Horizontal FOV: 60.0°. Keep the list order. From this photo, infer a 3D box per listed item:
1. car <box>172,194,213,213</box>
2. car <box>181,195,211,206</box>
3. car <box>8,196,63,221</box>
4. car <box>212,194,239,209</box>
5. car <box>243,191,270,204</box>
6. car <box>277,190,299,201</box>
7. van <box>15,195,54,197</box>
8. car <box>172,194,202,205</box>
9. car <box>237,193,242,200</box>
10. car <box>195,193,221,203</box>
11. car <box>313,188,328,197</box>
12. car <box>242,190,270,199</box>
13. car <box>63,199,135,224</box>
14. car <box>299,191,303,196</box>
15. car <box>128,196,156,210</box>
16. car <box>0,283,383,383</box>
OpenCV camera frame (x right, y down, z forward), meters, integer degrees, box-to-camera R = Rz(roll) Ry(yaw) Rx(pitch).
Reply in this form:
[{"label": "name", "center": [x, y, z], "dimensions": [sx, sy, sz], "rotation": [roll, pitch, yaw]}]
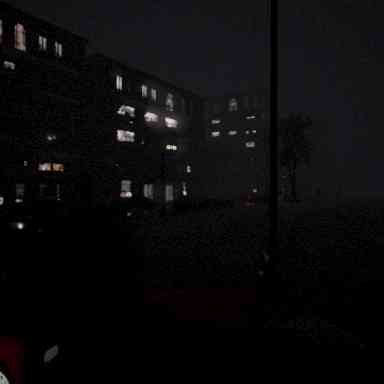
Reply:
[{"label": "car", "center": [-0.140, 1.232, 32.764], "dimensions": [1.887, 1.381, 4.507], "rotation": [1, 2, 35]}, {"label": "car", "center": [0.622, 1.084, 43.995], "dimensions": [1.994, 1.385, 4.181], "rotation": [0, 1, 35]}, {"label": "car", "center": [-11.743, 1.336, 26.245], "dimensions": [1.882, 1.535, 5.008], "rotation": [0, 1, 35]}, {"label": "car", "center": [3.040, 1.152, 37.335], "dimensions": [2.008, 1.369, 4.403], "rotation": [1, 2, 35]}, {"label": "car", "center": [9.401, 0.978, 46.479], "dimensions": [2.008, 1.369, 4.403], "rotation": [1, 2, 35]}, {"label": "car", "center": [15.859, 0.778, 55.762], "dimensions": [1.752, 1.417, 4.829], "rotation": [1, 2, 35]}, {"label": "van", "center": [-13.378, 1.179, 28.403], "dimensions": [1.690, 1.788, 3.998], "rotation": [1, 2, 35]}, {"label": "car", "center": [-0.658, 1.055, 46.694], "dimensions": [1.947, 1.339, 4.313], "rotation": [1, 2, 35]}, {"label": "car", "center": [8.883, 0.797, 60.409], "dimensions": [1.947, 1.339, 4.313], "rotation": [1, 2, 35]}, {"label": "car", "center": [2.522, 0.953, 51.265], "dimensions": [2.008, 1.369, 4.403], "rotation": [1, 2, 35]}, {"label": "car", "center": [29.207, 0.116, 75.487], "dimensions": [2.150, 2.045, 5.566], "rotation": [0, 1, 35]}, {"label": "car", "center": [10.222, 0.845, 52.214], "dimensions": [1.837, 1.490, 4.892], "rotation": [0, 1, 35]}, {"label": "car", "center": [-6.500, 1.428, 23.622], "dimensions": [1.947, 1.339, 4.313], "rotation": [1, 2, 35]}, {"label": "car", "center": [27.964, 0.264, 87.838], "dimensions": [1.887, 1.381, 4.507], "rotation": [1, 2, 35]}, {"label": "car", "center": [-5.818, 1.173, 34.756], "dimensions": [1.882, 1.535, 5.008], "rotation": [0, 1, 34]}, {"label": "car", "center": [-0.143, 1.554, 2.971], "dimensions": [4.507, 1.381, 1.887], "rotation": [0, 0, 36]}]
